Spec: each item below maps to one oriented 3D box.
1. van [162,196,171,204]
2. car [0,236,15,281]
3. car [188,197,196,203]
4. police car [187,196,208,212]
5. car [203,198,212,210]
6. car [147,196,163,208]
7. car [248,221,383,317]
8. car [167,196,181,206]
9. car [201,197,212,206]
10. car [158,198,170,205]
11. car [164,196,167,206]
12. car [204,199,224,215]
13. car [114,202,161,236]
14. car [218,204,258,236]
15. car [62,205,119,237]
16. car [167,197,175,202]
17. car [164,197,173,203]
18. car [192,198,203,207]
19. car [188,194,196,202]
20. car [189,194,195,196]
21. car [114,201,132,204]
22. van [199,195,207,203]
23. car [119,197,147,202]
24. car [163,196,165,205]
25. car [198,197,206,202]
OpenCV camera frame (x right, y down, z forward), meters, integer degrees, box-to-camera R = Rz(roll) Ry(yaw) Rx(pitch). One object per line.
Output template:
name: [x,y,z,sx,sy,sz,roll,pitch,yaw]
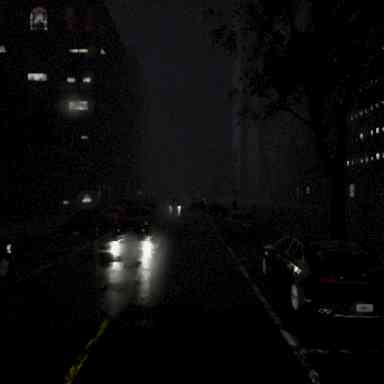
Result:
van: [-5.679,1.700,74.214,1.690,1.788,3.998,1,0,0]
car: [-5.679,1.586,7.377,2.008,1.369,4.403,1,0,0]
car: [-0.003,1.845,77.752,1.812,1.442,4.674,0,0,0]
police car: [0.682,1.626,42.577,1.930,1.638,5.238,0,0,-3]
car: [2.700,1.744,40.793,2.008,1.369,4.403,1,0,0]
car: [-5.677,1.536,46.365,2.192,1.841,5.009,1,0,0]
car: [2.701,1.585,7.376,2.008,1.369,4.403,1,0,0]
car: [-3.048,1.795,60.688,1.837,1.490,4.892,0,0,1]
car: [2.700,1.742,63.073,1.967,1.590,4.097,1,0,0]
car: [-5.682,1.881,68.642,2.008,1.369,4.403,1,0,0]
car: [-5.682,1.869,63.073,1.947,1.339,4.313,1,0,0]
car: [2.700,1.717,35.225,2.008,1.369,4.403,1,0,0]
car: [-3.101,1.568,19.224,1.882,1.535,5.008,0,0,0]
car: [2.701,1.612,18.686,1.752,1.417,4.829,1,0,0]
car: [-5.680,1.653,18.517,1.947,1.339,4.313,1,0,0]
car: [-5.683,1.993,90.920,2.008,1.369,4.403,1,0,0]
car: [-5.682,1.911,79.612,1.752,1.417,4.829,1,0,0]
car: [0.897,1.805,58.480,1.812,1.442,4.674,0,0,0]
car: [-0.004,1.665,92.983,2.150,2.045,5.566,0,0,0]
car: [0.523,1.601,52.362,2.097,1.767,4.553,0,0,-6]
car: [-5.680,1.638,23.916,1.752,1.417,4.829,1,0,0]
van: [2.701,1.727,79.783,1.690,1.788,3.998,1,0,0]
car: [-5.676,1.455,29.657,2.192,1.841,5.009,1,0,0]
car: [-5.681,1.793,51.934,1.887,1.381,4.507,1,0,0]
car: [2.697,2.024,90.919,1.802,1.307,4.206,1,0,0]
